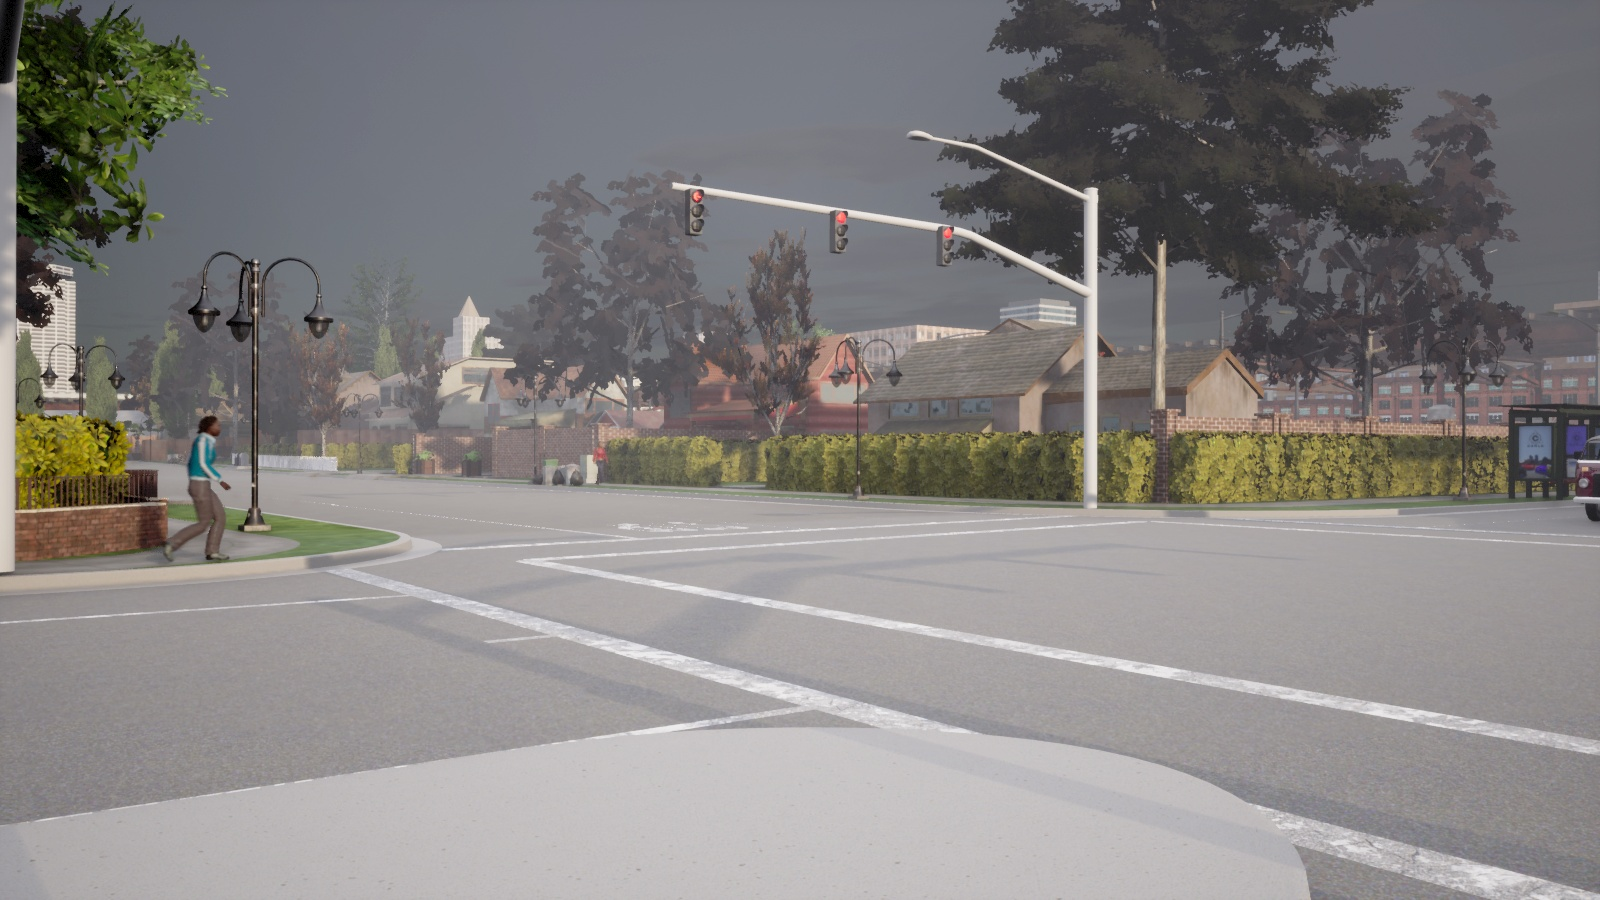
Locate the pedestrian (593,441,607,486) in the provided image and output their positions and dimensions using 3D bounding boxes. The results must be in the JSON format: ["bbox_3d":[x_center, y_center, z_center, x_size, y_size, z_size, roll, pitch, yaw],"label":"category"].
[{"bbox_3d":[-8.286,0.555,51.963,0.331,1.846,0.636,0,0,-36],"label":"pedestrian"}]

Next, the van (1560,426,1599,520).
[{"bbox_3d":[19.198,0.497,28.227,4.480,2.038,2.069,0,0,-37],"label":"van"}]

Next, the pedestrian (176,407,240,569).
[{"bbox_3d":[-7.200,0.451,15.272,0.692,1.930,0.396,0,0,-27],"label":"pedestrian"}]
